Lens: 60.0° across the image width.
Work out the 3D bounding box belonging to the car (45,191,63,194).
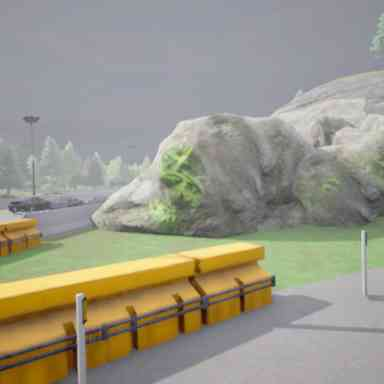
[{"bbox_3d":[-24.434,0.456,57.970,1.882,1.535,5.008,-1,1,11],"label":"car"}]

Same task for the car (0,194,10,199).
[{"bbox_3d":[-31.979,1.109,55.951,1.837,1.490,4.892,-1,2,12],"label":"car"}]

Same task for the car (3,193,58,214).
[{"bbox_3d":[-15.272,1.202,31.979,1.837,1.490,4.892,-1,1,11],"label":"car"}]

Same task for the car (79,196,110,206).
[{"bbox_3d":[-8.318,1.099,31.059,1.994,1.385,4.181,-1,1,11],"label":"car"}]

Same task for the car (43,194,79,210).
[{"bbox_3d":[-11.760,1.175,31.692,1.994,1.385,4.181,-1,1,11],"label":"car"}]
